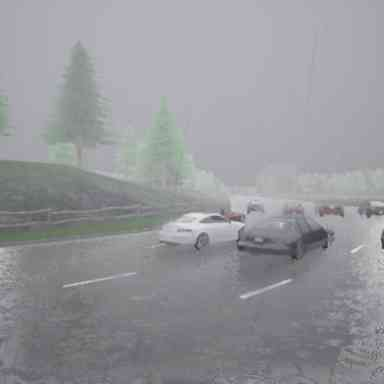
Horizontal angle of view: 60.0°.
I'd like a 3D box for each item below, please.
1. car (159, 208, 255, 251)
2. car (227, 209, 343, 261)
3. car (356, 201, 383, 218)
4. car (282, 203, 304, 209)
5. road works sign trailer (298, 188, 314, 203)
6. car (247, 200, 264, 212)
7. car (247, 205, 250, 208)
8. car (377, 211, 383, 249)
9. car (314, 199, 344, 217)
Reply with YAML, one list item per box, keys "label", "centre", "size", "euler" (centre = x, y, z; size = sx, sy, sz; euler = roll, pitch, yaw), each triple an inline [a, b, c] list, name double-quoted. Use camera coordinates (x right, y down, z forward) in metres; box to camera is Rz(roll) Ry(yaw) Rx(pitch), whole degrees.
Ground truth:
- label: "car"
  centre: [0.619, 1.602, 14.516]
  size: [1.812, 1.442, 4.674]
  euler: [0, 0, 42]
- label: "car"
  centre: [3.764, 1.596, 12.664]
  size: [2.033, 1.411, 5.357]
  euler: [-1, 0, 40]
- label: "car"
  centre: [16.838, 1.598, 30.881]
  size: [1.812, 1.442, 4.674]
  euler: [0, 0, 14]
- label: "car"
  centre: [10.079, 1.725, 33.496]
  size: [1.895, 1.301, 4.718]
  euler: [0, 0, 12]
- label: "road works sign trailer"
  centre: [25.894, 0.719, 74.853]
  size: [2.380, 3.560, 2.880]
  euler: [0, 0, 7]
- label: "car"
  centre: [7.400, 1.692, 38.691]
  size: [1.812, 1.442, 4.674]
  euler: [0, 0, 9]
- label: "car"
  centre: [1.838, 1.709, 21.890]
  size: [1.895, 1.301, 4.718]
  euler: [0, 0, 32]
- label: "car"
  centre: [9.159, 1.588, 13.795]
  size: [1.994, 1.385, 4.181]
  euler: [0, 0, 36]
- label: "car"
  centre: [13.229, 1.452, 32.322]
  size: [2.097, 1.767, 4.553]
  euler: [0, 0, 13]
